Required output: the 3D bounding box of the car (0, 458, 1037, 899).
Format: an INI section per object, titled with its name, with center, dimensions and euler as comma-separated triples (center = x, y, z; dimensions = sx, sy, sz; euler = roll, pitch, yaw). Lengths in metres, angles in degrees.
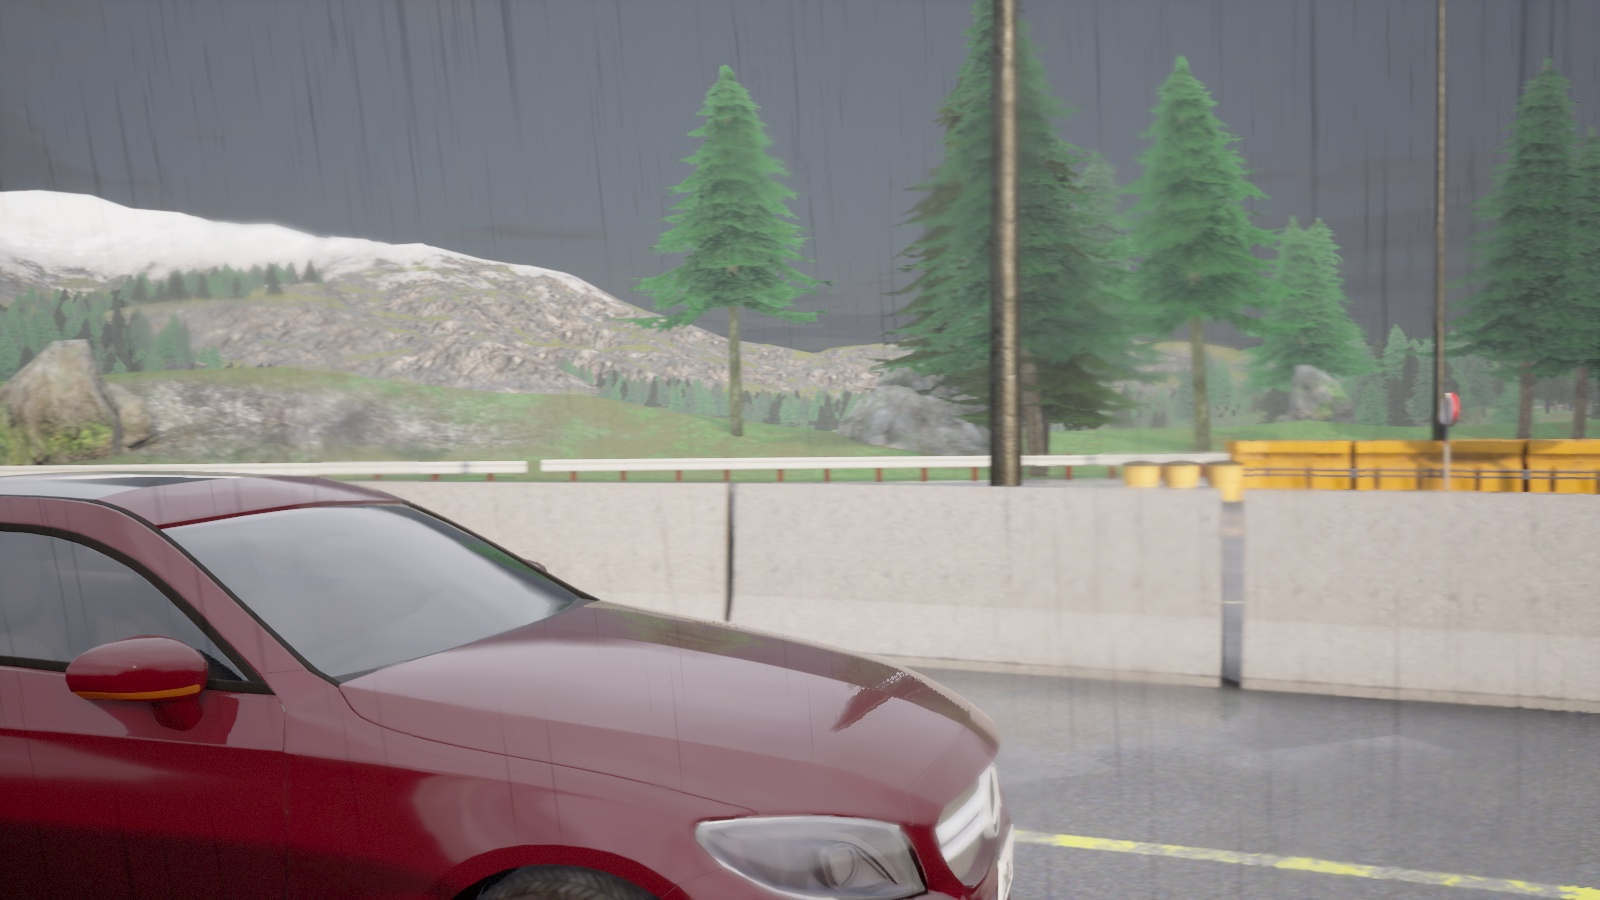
[car]
center = -1.738, 0.781, 3.748
dimensions = 4.674, 1.442, 1.812
euler = 0, 1, 15
